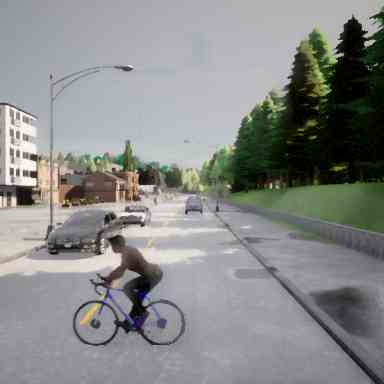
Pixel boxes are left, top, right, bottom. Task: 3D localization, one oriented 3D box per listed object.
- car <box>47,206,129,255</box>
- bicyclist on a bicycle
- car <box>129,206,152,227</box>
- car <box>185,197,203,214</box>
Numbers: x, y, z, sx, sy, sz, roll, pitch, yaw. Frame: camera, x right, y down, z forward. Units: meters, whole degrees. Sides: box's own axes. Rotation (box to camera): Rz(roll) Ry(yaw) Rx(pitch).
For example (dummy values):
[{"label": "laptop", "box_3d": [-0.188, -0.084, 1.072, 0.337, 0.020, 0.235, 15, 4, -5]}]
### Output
[{"label": "car", "box_3d": [-4.049, 1.504, 13.286, 1.837, 1.490, 4.892, 0, 0, 0]}, {"label": "bicyclist on a bicycle", "box_3d": [-0.920, 1.449, 4.840, 1.656, 1.620, 0.582, 0, 0, 0]}, {"label": "car", "box_3d": [-3.921, 1.621, 22.818, 1.895, 1.301, 4.718, 0, 0, 0]}, {"label": "car", "box_3d": [0.222, 1.547, 35.978, 2.033, 1.411, 5.357, 0, 0, 1]}]
